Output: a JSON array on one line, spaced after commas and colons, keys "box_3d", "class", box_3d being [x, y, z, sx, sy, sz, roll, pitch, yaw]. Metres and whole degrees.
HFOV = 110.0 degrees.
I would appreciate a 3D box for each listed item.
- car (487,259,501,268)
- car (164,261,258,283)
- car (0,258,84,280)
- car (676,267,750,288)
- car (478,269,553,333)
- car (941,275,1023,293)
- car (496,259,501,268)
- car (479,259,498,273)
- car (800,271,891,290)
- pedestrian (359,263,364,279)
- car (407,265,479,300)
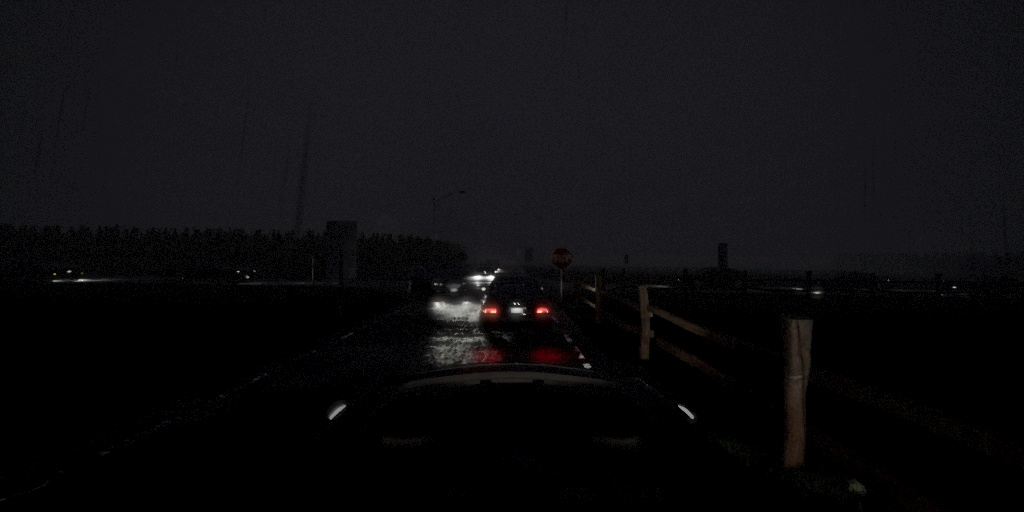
[{"box_3d": [-2.942, 1.250, 60.488, 2.128, 1.511, 4.902, 0, 0, 0], "class": "car"}, {"box_3d": [-19.235, 1.025, 23.109, 4.718, 1.301, 1.895, 1, -1, 0], "class": "car"}, {"box_3d": [-30.466, 0.789, 23.060, 4.181, 1.385, 1.994, 1, -1, 0], "class": "car"}, {"box_3d": [14.613, 1.559, 26.222, 4.892, 1.490, 1.837, 1, -1, 0], "class": "car"}, {"box_3d": [0.047, 1.299, 10.723, 2.033, 1.411, 5.357, 0, 0, -1], "class": "car"}, {"box_3d": [34.657, 2.015, 26.311, 4.718, 1.301, 1.895, 1, -1, 0], "class": "car"}, {"box_3d": [-2.937, 1.305, 50.359, 2.033, 1.411, 5.357, 0, 0, 0], "class": "car"}, {"box_3d": [-2.919, 1.357, 40.514, 1.895, 1.301, 4.718, 0, 0, 0], "class": "car"}, {"box_3d": [24.392, 1.777, 26.272, 5.357, 1.411, 2.033, 1, -1, 0], "class": "car"}, {"box_3d": [-12.223, 1.170, 29.119, 0.375, 1.300, 0.375, 0, -2, 0], "class": "pedestrian"}, {"box_3d": [-3.878, 1.235, 18.103, 2.128, 1.511, 4.902, 1, 0, -32], "class": "car"}]
